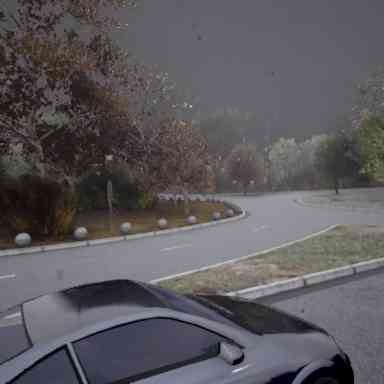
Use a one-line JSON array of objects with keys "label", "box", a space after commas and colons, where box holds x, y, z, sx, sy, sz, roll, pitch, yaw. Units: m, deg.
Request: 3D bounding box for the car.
[{"label": "car", "box": [-0.498, 1.558, 2.979, 4.181, 1.385, 1.994, 0, 0, -30]}]
